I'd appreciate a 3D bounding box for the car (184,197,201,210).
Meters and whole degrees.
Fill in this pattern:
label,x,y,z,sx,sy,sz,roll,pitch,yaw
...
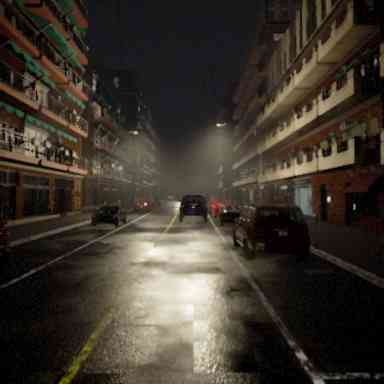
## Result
label,x,y,z,sx,sy,sz,roll,pitch,yaw
car,0.088,1.532,44.802,2.128,1.511,4.902,0,0,0

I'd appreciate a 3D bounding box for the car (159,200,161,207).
label,x,y,z,sx,sy,sz,roll,pitch,yaw
car,-5.694,1.630,51.249,1.802,1.307,4.206,1,0,0

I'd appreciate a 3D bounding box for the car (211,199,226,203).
label,x,y,z,sx,sy,sz,roll,pitch,yaw
car,2.693,1.570,28.946,1.887,1.381,4.507,1,0,0

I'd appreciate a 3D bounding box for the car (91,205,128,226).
label,x,y,z,sx,sy,sz,roll,pitch,yaw
car,-5.686,1.586,23.410,1.947,1.339,4.313,1,0,0

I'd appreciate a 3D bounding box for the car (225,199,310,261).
label,x,y,z,sx,sy,sz,roll,pitch,yaw
car,2.700,1.325,12.243,2.192,1.841,5.009,1,0,0

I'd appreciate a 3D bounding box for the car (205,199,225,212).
label,x,y,z,sx,sy,sz,roll,pitch,yaw
car,2.690,1.587,40.083,2.008,1.369,4.403,1,0,0

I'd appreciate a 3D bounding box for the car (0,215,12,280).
label,x,y,z,sx,sy,sz,roll,pitch,yaw
car,-5.678,1.320,6.706,2.192,1.841,5.009,1,0,0

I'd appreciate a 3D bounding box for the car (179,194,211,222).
label,x,y,z,sx,sy,sz,roll,pitch,yaw
car,0.099,1.238,27.060,2.150,2.045,5.566,0,-1,0

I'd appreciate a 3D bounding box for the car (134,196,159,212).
label,x,y,z,sx,sy,sz,roll,pitch,yaw
car,-5.687,1.351,40.113,2.192,1.841,5.009,1,0,0

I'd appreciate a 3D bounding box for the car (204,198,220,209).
label,x,y,z,sx,sy,sz,roll,pitch,yaw
car,2.688,1.608,45.650,1.947,1.339,4.313,1,0,0

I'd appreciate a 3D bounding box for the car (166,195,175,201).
label,x,y,z,sx,sy,sz,roll,pitch,yaw
car,-5.703,1.637,84.657,2.008,1.369,4.403,1,0,0

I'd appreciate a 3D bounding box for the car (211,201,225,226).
label,x,y,z,sx,sy,sz,roll,pitch,yaw
car,2.694,1.571,23.379,2.008,1.369,4.403,1,0,0

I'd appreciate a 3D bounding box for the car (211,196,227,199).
label,x,y,z,sx,sy,sz,roll,pitch,yaw
car,2.694,1.346,34.514,2.192,1.841,5.009,1,0,0

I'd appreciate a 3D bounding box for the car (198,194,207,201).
label,x,y,z,sx,sy,sz,roll,pitch,yaw
car,2.680,1.402,84.626,2.192,1.841,5.009,1,0,0

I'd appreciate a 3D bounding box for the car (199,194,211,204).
label,x,y,z,sx,sy,sz,roll,pitch,yaw
car,2.685,1.382,67.923,2.192,1.841,5.009,1,0,0
